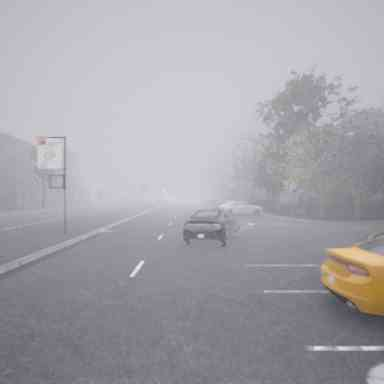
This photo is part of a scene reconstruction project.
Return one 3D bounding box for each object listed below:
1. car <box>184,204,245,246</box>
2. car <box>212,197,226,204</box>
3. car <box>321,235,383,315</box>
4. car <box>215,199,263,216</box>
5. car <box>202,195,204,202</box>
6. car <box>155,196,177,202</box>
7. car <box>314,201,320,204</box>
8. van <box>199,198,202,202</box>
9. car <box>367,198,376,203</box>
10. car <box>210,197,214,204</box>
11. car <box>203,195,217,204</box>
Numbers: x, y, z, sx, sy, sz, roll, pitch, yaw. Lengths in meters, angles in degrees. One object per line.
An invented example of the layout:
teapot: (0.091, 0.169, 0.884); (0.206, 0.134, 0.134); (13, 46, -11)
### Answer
car: (1.013, 1.555, 15.689); (2.128, 1.511, 4.902); (-1, -1, 16)
car: (5.102, 1.676, 37.896); (5.008, 1.535, 2.097); (0, 0, 0)
car: (5.081, 1.493, 6.263); (5.008, 1.535, 2.097); (0, 0, 0)
car: (5.093, 1.698, 34.747); (4.674, 1.452, 2.002); (0, 0, 0)
car: (5.064, 1.922, 71.951); (4.674, 1.452, 2.002); (0, 0, 0)
car: (-7.540, 2.156, 93.286); (5.366, 1.575, 1.946); (0, -1, 0)
car: (20.877, 1.553, 57.172); (4.181, 1.385, 1.994); (-1, -3, 0)
van: (4.801, 1.924, 92.747); (4.442, 1.987, 1.878); (0, -1, 0)
car: (29.994, 1.367, 57.289); (4.902, 1.511, 2.128); (-1, -3, -1)
car: (5.091, 1.697, 41.170); (4.892, 1.521, 2.231); (0, 0, 0)
car: (5.136, 1.736, 68.782); (4.553, 1.767, 2.185); (0, 0, 0)
